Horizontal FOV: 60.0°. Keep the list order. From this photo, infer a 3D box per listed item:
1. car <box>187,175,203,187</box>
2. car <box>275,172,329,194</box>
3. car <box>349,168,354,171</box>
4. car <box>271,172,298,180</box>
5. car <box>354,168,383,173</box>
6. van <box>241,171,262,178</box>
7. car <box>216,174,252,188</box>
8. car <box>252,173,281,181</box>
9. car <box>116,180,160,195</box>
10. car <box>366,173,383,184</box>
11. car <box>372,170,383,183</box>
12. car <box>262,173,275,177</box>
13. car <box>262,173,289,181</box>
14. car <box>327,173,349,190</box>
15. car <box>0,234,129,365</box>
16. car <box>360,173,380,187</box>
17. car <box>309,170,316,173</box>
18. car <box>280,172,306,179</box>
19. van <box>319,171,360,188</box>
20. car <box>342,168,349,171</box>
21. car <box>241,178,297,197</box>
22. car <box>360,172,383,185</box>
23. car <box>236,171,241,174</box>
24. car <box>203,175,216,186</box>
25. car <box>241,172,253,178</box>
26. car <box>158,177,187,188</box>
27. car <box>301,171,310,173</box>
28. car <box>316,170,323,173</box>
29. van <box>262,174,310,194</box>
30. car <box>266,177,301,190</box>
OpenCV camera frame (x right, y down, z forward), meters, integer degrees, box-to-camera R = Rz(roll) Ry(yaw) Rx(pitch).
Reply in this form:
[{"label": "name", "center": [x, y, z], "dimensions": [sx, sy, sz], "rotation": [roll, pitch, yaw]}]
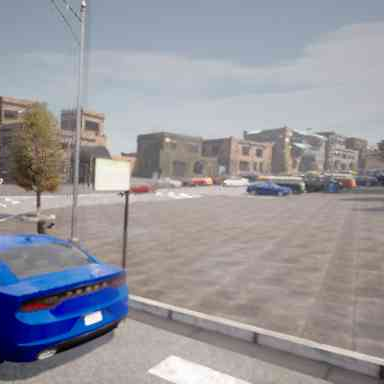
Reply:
[{"label": "car", "center": [-1.368, -1.530, 50.838], "dimensions": [4.792, 1.488, 2.163], "rotation": [2, 5, 30]}, {"label": "car", "center": [13.214, -0.964, 40.751], "dimensions": [5.566, 2.045, 2.435], "rotation": [4, 7, 32]}, {"label": "car", "center": [36.882, -4.732, 82.804], "dimensions": [5.008, 1.535, 2.097], "rotation": [2, 5, 30]}, {"label": "car", "center": [18.841, -3.281, 67.855], "dimensions": [5.008, 1.535, 2.097], "rotation": [2, 5, 30]}, {"label": "car", "center": [29.709, -2.297, 53.785], "dimensions": [5.566, 2.045, 2.435], "rotation": [4, 7, 31]}, {"label": "van", "center": [9.750, -2.747, 60.367], "dimensions": [4.442, 1.987, 1.878], "rotation": [2, 6, 30]}, {"label": "car", "center": [6.444, -1.526, 50.430], "dimensions": [4.674, 1.442, 1.812], "rotation": [-4, 7, -36]}, {"label": "car", "center": [14.343, -2.900, 64.098], "dimensions": [5.008, 1.535, 2.097], "rotation": [2, 5, 30]}, {"label": "car", "center": [-6.619, -0.375, 39.771], "dimensions": [4.718, 1.301, 1.895], "rotation": [-5, 7, -40]}, {"label": "car", "center": [32.016, -2.241, 55.724], "dimensions": [4.892, 1.521, 2.231], "rotation": [3, 7, 30]}, {"label": "car", "center": [34.359, -2.685, 57.587], "dimensions": [5.566, 2.045, 2.435], "rotation": [3, 6, 30]}, {"label": "car", "center": [12.263, -2.708, 62.118], "dimensions": [5.366, 1.575, 1.946], "rotation": [2, 5, 30]}, {"label": "car", "center": [16.622, -3.060, 65.958], "dimensions": [4.792, 1.488, 2.163], "rotation": [2, 5, 30]}, {"label": "car", "center": [17.922, -1.218, 44.476], "dimensions": [4.553, 1.767, 2.185], "rotation": [4, 7, 31]}, {"label": "car", "center": [-3.298, 1.477, 5.814], "dimensions": [5.008, 1.535, 1.882], "rotation": [1, 0, 36]}, {"label": "car", "center": [25.003, -1.662, 50.051], "dimensions": [4.892, 1.521, 2.231], "rotation": [4, 7, 31]}, {"label": "car", "center": [23.351, -3.658, 71.589], "dimensions": [4.892, 1.521, 2.231], "rotation": [2, 6, 30]}, {"label": "car", "center": [21.099, -3.469, 69.720], "dimensions": [4.892, 1.521, 2.231], "rotation": [2, 6, 30]}, {"label": "van", "center": [20.403, -1.501, 46.247], "dimensions": [4.442, 1.987, 1.878], "rotation": [4, 7, 31]}, {"label": "car", "center": [34.632, -4.568, 80.932], "dimensions": [5.008, 1.535, 2.097], "rotation": [2, 5, 30]}, {"label": "car", "center": [8.535, -0.334, 37.067], "dimensions": [5.008, 1.535, 2.097], "rotation": [4, 7, 32]}, {"label": "car", "center": [27.366, -1.825, 51.926], "dimensions": [4.792, 1.488, 2.163], "rotation": [4, 7, 31]}, {"label": "car", "center": [5.378, -2.260, 56.514], "dimensions": [4.553, 1.767, 2.185], "rotation": [2, 6, 30]}, {"label": "car", "center": [0.877, -1.876, 52.719], "dimensions": [4.553, 1.767, 2.185], "rotation": [2, 6, 30]}, {"label": "car", "center": [7.604, -2.329, 58.444], "dimensions": [5.008, 1.535, 2.097], "rotation": [2, 5, 30]}, {"label": "car", "center": [-3.644, -1.328, 48.952], "dimensions": [4.674, 1.452, 2.002], "rotation": [2, 5, 30]}, {"label": "car", "center": [18.552, -2.434, 59.266], "dimensions": [4.674, 1.442, 1.812], "rotation": [-5, 7, -40]}, {"label": "car", "center": [25.605, -3.849, 73.463], "dimensions": [5.008, 1.535, 2.097], "rotation": [2, 6, 30]}, {"label": "van", "center": [10.990, -0.741, 38.833], "dimensions": [4.442, 1.987, 1.878], "rotation": [4, 7, 32]}, {"label": "car", "center": [12.654, -1.211, 46.189], "dimensions": [1.837, 1.490, 4.892], "rotation": [-4, 6, -28]}]
